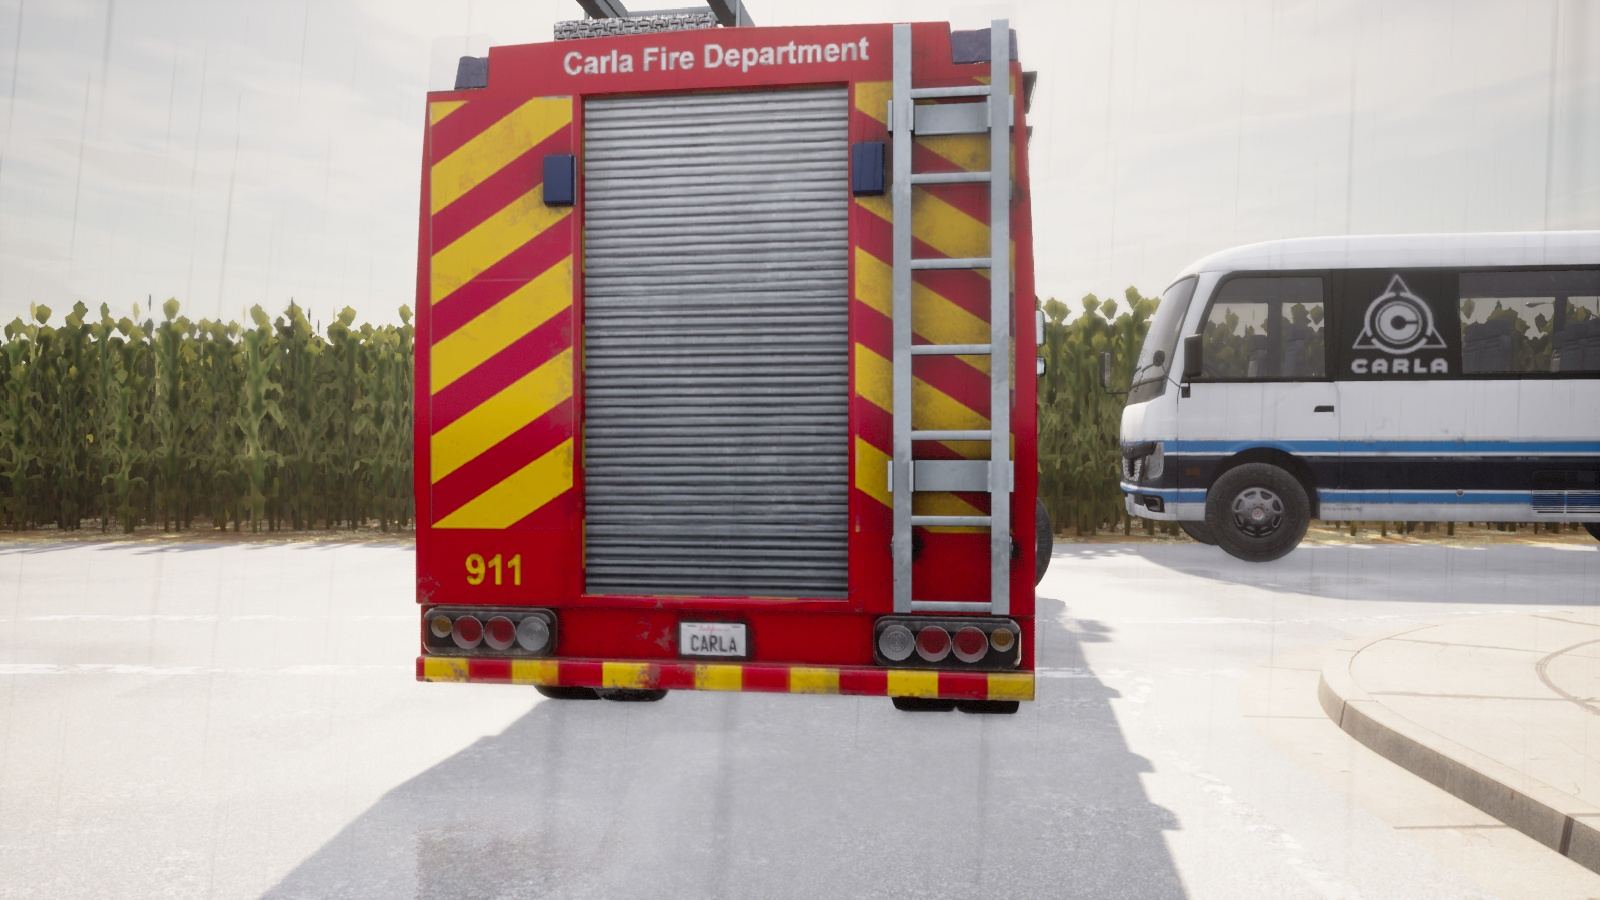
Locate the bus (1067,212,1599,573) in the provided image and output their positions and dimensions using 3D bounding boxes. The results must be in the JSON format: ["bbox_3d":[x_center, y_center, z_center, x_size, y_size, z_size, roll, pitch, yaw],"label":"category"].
[{"bbox_3d":[8.975,-0.691,16.848,10.273,4.253,3.944,0,0,8],"label":"bus"}]

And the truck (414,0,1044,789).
[{"bbox_3d":[0.310,-0.466,9.815,2.891,3.827,8.468,0,0,9],"label":"truck"}]
